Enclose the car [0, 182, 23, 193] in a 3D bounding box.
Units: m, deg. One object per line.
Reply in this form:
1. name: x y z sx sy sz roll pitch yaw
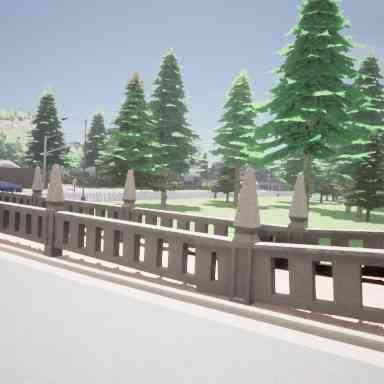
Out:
1. car: -21.377 -0.400 36.975 1.812 1.442 4.674 4 2 37
